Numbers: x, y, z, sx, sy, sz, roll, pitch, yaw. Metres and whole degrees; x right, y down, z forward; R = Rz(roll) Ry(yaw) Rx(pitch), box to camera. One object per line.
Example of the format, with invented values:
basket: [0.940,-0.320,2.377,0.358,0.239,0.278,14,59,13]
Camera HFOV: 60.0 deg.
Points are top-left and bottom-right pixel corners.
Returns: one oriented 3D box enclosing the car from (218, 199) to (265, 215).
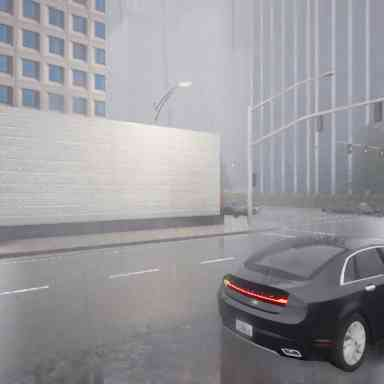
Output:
car: [5.163,1.547,35.403,2.128,1.511,4.902,0,0,-36]

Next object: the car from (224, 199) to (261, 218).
car: [3.600,1.603,31.571,2.033,1.411,5.357,0,0,-36]

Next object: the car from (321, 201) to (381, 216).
car: [15.698,1.604,33.059,2.033,1.411,5.357,0,0,-36]

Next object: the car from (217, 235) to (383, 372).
car: [2.655,1.505,5.692,4.892,1.490,1.837,0,0,-35]
